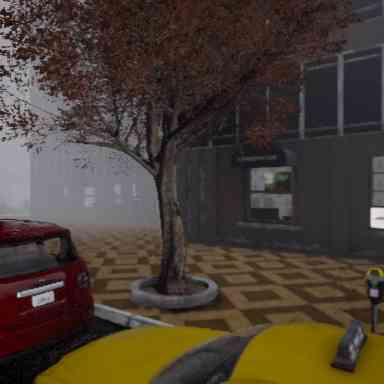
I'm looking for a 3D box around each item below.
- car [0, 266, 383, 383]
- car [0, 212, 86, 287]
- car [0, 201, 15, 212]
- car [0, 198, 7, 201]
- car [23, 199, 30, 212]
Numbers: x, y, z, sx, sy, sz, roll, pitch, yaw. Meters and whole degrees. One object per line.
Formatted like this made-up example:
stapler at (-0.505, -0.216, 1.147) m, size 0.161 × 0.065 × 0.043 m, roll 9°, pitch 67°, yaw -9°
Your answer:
car at (0.751, 1.531, 2.171) m, size 4.829 × 1.417 × 1.752 m, roll -1°, pitch 0°, yaw 35°
car at (-3.714, 1.380, 5.349) m, size 5.009 × 1.841 × 2.192 m, roll -1°, pitch 0°, yaw 35°
car at (-24.626, 2.148, 41.909) m, size 1.802 × 1.307 × 4.206 m, roll 0°, pitch 0°, yaw 35°
car at (-29.683, 1.853, 48.845) m, size 2.192 × 1.841 × 5.009 m, roll 0°, pitch 0°, yaw 35°
car at (-21.131, 1.889, 46.834) m, size 2.192 × 1.841 × 5.009 m, roll 0°, pitch 0°, yaw 35°
